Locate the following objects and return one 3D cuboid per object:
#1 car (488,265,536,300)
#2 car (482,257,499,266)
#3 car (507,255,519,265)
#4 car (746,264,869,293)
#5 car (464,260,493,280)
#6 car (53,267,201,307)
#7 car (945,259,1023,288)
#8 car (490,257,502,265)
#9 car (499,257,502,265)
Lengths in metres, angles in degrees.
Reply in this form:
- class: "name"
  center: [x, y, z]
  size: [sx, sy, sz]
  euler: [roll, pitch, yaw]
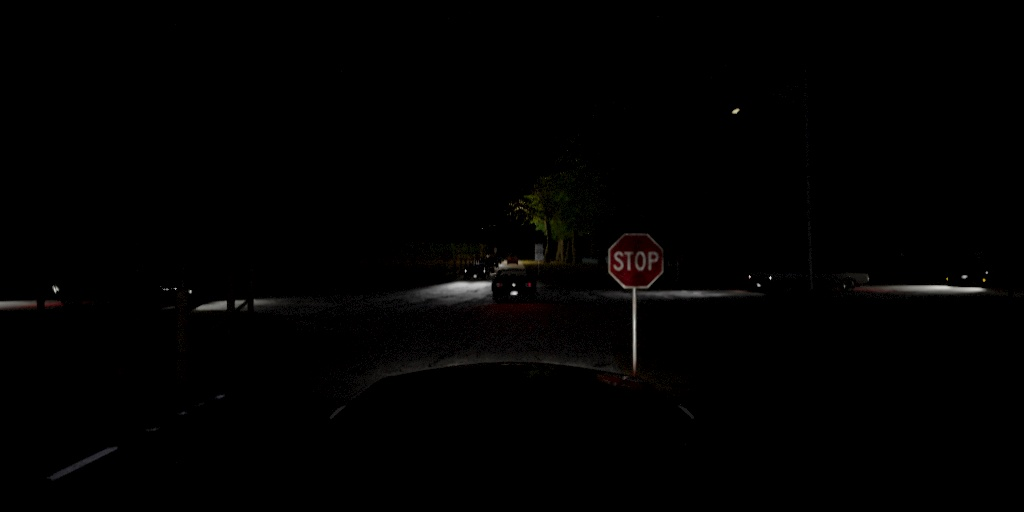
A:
- class: "car"
  center: [0.086, 1.258, 17.009]
  size: [1.895, 1.301, 4.718]
  euler: [-1, -1, 0]
- class: "car"
  center: [-2.842, 1.077, 39.604]
  size: [2.033, 1.411, 5.357]
  euler: [0, 1, 0]
- class: "car"
  center: [0.107, 0.723, 61.667]
  size: [1.882, 1.535, 5.008]
  euler: [0, 1, 0]
- class: "car"
  center: [14.248, 1.071, 17.534]
  size: [4.718, 1.301, 1.895]
  euler: [-1, -1, 0]
- class: "car"
  center: [-2.845, 1.220, 29.817]
  size: [1.895, 1.301, 4.718]
  euler: [0, 0, 0]
- class: "car"
  center: [-15.369, 1.210, 14.461]
  size: [4.892, 1.490, 1.837]
  euler: [0, -1, 1]
- class: "car"
  center: [24.138, 0.777, 17.560]
  size: [4.181, 1.385, 1.994]
  euler: [-2, -1, 0]
- class: "car"
  center: [-2.770, 0.817, 63.619]
  size: [1.895, 1.301, 4.718]
  euler: [0, 1, 0]
- class: "car"
  center: [-2.824, 0.909, 50.257]
  size: [1.837, 1.490, 4.892]
  euler: [0, 0, 0]
